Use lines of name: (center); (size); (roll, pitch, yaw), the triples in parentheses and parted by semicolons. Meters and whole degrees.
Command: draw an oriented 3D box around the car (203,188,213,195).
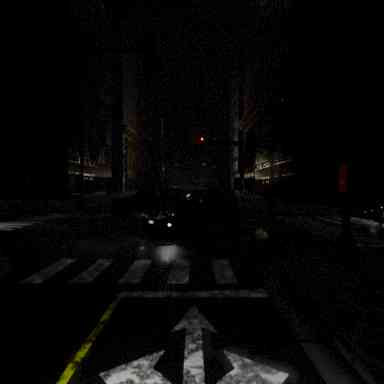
car: (3.497, -0.042, 72.735); (1.887, 1.381, 4.507); (0, 1, 1)

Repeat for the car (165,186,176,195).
car: (-4.956, -0.401, 78.480); (2.192, 1.841, 5.009); (0, 1, 1)

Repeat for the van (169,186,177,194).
van: (-4.885, -0.507, 84.127); (1.690, 1.788, 3.998); (0, 1, 1)

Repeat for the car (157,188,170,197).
car: (-5.167, 0.113, 61.542); (1.967, 1.590, 4.097); (0, 1, 1)

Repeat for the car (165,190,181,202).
car: (-2.587, 0.485, 46.504); (1.882, 1.535, 5.008); (0, 1, 1)

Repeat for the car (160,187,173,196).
car: (-5.096, -0.140, 67.186); (2.192, 1.841, 5.009); (0, 1, 1)

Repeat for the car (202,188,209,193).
car: (3.778, -0.565, 95.323); (2.008, 1.369, 4.403); (0, 1, 1)

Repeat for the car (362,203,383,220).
car: (14.791, 1.241, 23.689); (4.892, 1.490, 1.837); (1, 1, 1)

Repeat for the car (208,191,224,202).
car: (3.147, 0.614, 44.499); (1.947, 1.339, 4.313); (0, 1, 1)

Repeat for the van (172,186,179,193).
van: (-4.745, -0.773, 95.420); (1.690, 1.788, 3.998); (0, 1, 1)

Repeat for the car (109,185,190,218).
car: (-3.035, 0.722, 23.870); (5.566, 2.045, 2.150); (0, 1, 1)

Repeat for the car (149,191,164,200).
car: (-5.308, 0.508, 50.251); (1.802, 1.307, 4.206); (0, 1, 1)

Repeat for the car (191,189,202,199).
car: (0.728, 0.278, 57.001); (1.837, 1.490, 4.892); (0, 1, 1)

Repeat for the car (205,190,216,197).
car: (3.357, 0.253, 61.442); (1.802, 1.307, 4.206); (0, 1, 1)

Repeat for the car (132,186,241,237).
car: (0.135, 0.879, 16.233); (2.150, 2.045, 5.566); (0, 1, 44)

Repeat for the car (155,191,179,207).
car: (-2.705, 0.705, 37.068); (2.128, 1.511, 4.902); (0, 1, 1)

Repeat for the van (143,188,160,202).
van: (-5.377, 0.391, 44.599); (1.690, 1.788, 3.998); (0, 1, 1)

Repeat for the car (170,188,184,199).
car: (-2.446, 0.143, 56.243); (2.097, 1.767, 4.553); (0, 1, 1)
